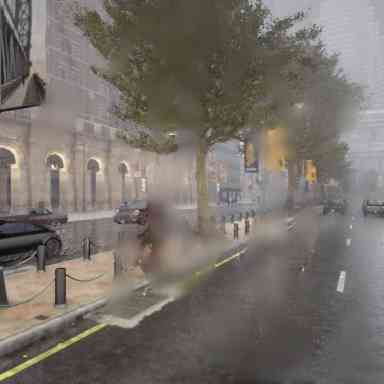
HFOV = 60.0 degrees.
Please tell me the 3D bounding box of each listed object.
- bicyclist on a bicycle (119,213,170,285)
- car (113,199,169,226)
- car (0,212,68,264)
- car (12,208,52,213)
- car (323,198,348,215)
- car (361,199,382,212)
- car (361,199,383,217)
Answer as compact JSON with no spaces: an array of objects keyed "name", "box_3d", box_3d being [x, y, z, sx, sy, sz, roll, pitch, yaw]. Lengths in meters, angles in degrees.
[{"name":"bicyclist on a bicycle","box_3d":[-1.113,1.354,8.263,1.656,1.620,0.582,15,0,28]},{"name":"car","box_3d":[-3.491,1.351,23.631,2.097,1.767,4.553,0,0,27]},{"name":"car","box_3d":[-6.199,1.564,10.435,1.994,1.385,4.181,0,0,27]},{"name":"car","box_3d":[-9.455,1.595,18.837,1.895,1.301,4.718,0,0,26]},{"name":"car","box_3d":[14.374,1.504,33.542,1.837,1.490,4.892,0,0,27]},{"name":"car","box_3d":[21.304,1.546,39.640,2.033,1.411,5.357,0,0,27]},{"name":"car","box_3d":[16.967,1.490,30.915,2.128,1.511,4.902,0,0,27]}]
